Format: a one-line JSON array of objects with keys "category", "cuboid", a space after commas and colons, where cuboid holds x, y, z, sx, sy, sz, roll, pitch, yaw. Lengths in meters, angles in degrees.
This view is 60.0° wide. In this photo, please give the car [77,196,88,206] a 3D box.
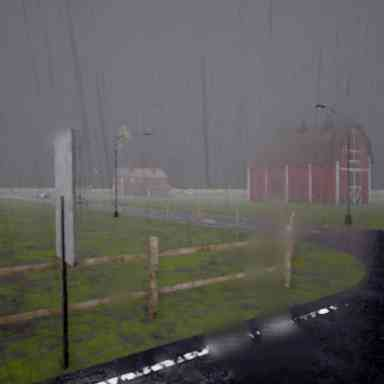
[{"category": "car", "cuboid": [-17.376, 1.346, 50.765, 1.837, 1.490, 4.892, -1, 1, -36]}]

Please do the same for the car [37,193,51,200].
[{"category": "car", "cuboid": [-35.805, 1.124, 81.130, 1.837, 1.490, 4.892, -1, 1, -36]}]
